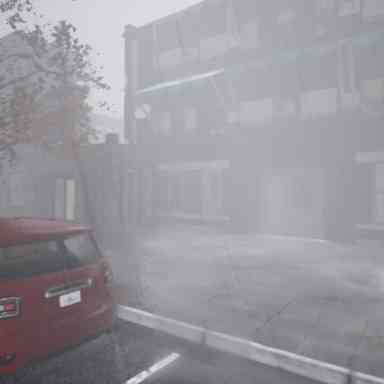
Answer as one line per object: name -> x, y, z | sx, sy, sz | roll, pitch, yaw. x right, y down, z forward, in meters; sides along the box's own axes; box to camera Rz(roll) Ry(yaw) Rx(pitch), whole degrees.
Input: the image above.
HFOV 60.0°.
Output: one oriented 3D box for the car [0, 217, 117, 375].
car -> -3.361, 1.334, 5.268 | 5.009, 1.841, 2.192 | 0, 0, 36
